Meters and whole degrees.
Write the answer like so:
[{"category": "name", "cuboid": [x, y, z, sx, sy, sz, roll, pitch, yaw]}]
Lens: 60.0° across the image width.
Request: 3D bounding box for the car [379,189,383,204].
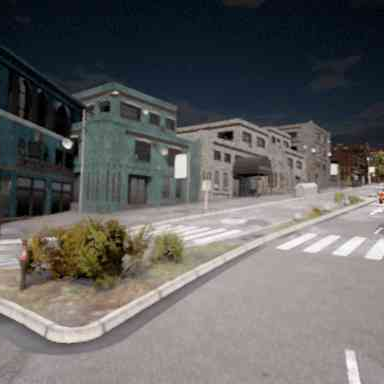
[{"category": "car", "cuboid": [19.731, 0.148, 32.473, 2.097, 1.767, 4.553, 0, 2, 37]}]
